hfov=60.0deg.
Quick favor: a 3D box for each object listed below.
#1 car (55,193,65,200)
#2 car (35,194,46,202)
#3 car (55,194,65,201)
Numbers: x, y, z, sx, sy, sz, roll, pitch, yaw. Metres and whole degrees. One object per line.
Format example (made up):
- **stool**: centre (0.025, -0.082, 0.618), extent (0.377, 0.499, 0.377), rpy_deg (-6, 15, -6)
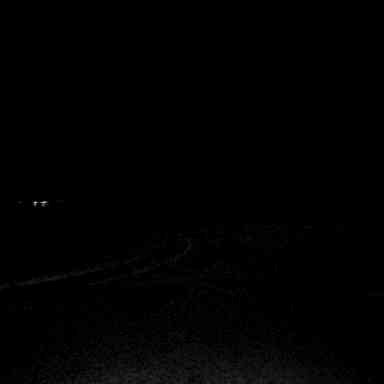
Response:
- **car**: centre (-32.388, 1.122, 81.690), extent (2.128, 1.511, 4.902), rpy_deg (1, 0, -21)
- **car**: centre (-30.410, 1.118, 66.810), extent (1.837, 1.490, 4.892), rpy_deg (1, 0, -21)
- **car**: centre (-28.495, 1.140, 71.577), extent (1.837, 1.490, 4.892), rpy_deg (1, 0, -21)
